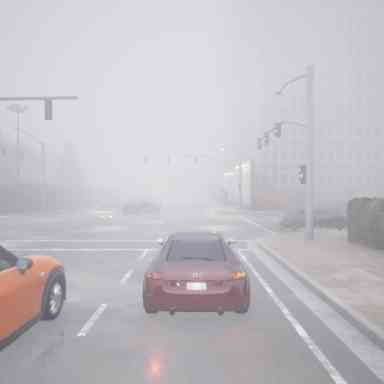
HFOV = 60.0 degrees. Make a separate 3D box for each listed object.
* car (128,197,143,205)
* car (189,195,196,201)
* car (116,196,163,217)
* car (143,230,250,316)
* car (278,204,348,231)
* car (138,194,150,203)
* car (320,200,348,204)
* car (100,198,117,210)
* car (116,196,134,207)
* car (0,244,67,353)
[{"bbox_3d":[-10.460,1.601,61.916,1.895,1.301,4.718,0,0,0],"label":"car"},{"bbox_3d":[0.132,1.552,84.548,1.994,1.385,4.181,0,0,0],"label":"car"},{"bbox_3d":[-4.773,1.501,32.436,1.882,1.535,5.008,1,0,27],"label":"car"},{"bbox_3d":[0.089,1.564,7.634,1.994,1.385,4.181,0,0,0],"label":"car"},{"bbox_3d":[7.545,1.620,20.678,4.181,1.385,1.994,0,0,0],"label":"car"},{"bbox_3d":[-10.387,1.355,72.246,2.097,1.767,4.553,0,0,0],"label":"car"},{"bbox_3d":[13.142,1.547,31.381,4.902,1.511,2.128,0,0,0],"label":"car"},{"bbox_3d":[-10.535,1.491,43.467,2.128,1.511,4.902,0,0,1],"label":"car"},{"bbox_3d":[-10.507,1.477,52.616,1.882,1.535,5.008,0,0,0],"label":"car"},{"bbox_3d":[-3.433,1.352,4.461,2.097,1.767,4.553,0,0,1],"label":"car"}]
